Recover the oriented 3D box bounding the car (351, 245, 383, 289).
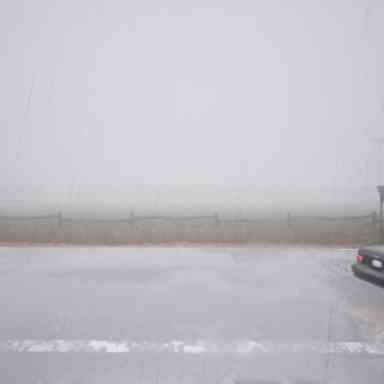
[{"bbox_3d":[6.412,1.564,7.354,5.357,1.411,2.033,0,0,-7],"label":"car"}]
